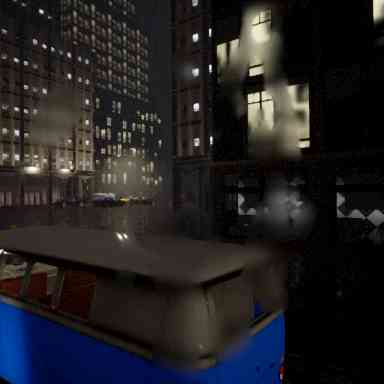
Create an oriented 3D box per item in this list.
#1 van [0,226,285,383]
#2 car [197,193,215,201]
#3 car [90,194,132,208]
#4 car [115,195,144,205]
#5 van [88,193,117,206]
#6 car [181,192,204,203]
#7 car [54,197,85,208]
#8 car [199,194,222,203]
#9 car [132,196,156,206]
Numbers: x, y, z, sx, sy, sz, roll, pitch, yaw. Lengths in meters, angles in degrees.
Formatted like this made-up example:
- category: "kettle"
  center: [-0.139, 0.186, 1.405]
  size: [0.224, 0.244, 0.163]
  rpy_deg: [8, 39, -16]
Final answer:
- category: "van"
  center: [-1.020, 1.342, 3.616]
  size: [3.998, 1.788, 1.690]
  rpy_deg: [0, -1, 35]
- category: "car"
  center: [3.137, 1.016, 73.233]
  size: [1.967, 1.590, 4.097]
  rpy_deg: [0, 0, 36]
- category: "car"
  center: [-10.060, 1.267, 41.007]
  size: [1.887, 1.381, 4.507]
  rpy_deg: [0, 0, 36]
- category: "car"
  center: [-10.286, 1.278, 54.888]
  size: [1.752, 1.417, 4.829]
  rpy_deg: [0, 0, 36]
- category: "van"
  center: [-13.517, 1.135, 50.473]
  size: [1.690, 1.788, 3.998]
  rpy_deg: [0, 0, 36]
- category: "car"
  center: [-0.074, 0.908, 54.656]
  size: [2.192, 1.841, 5.009]
  rpy_deg: [0, 0, 36]
- category: "car"
  center: [-16.846, 1.403, 45.922]
  size: [1.947, 1.339, 4.313]
  rpy_deg: [0, 0, 36]
- category: "car"
  center: [3.258, 1.100, 59.207]
  size: [2.008, 1.369, 4.403]
  rpy_deg: [0, 0, 36]
- category: "car"
  center: [-6.731, 1.230, 45.557]
  size: [2.008, 1.369, 4.403]
  rpy_deg: [0, 0, 36]
